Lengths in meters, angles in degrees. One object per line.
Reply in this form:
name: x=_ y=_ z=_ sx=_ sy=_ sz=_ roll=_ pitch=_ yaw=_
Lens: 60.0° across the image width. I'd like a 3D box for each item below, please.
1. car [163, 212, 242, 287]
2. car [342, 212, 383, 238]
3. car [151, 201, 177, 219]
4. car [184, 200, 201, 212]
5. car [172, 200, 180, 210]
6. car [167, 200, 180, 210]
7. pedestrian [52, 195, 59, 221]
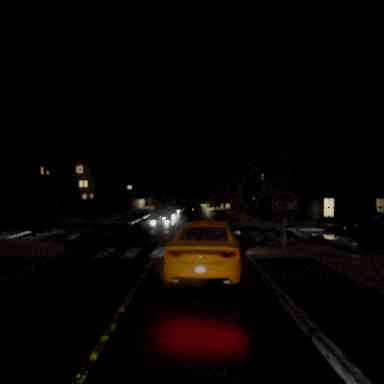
car: x=0.417 y=1.579 z=9.748 sx=1.882 sy=1.535 sz=5.008 roll=0 pitch=-1 yaw=5
car: x=11.666 y=1.979 z=20.291 sx=4.674 sy=1.442 sz=1.812 roll=1 pitch=1 yaw=0
car: x=-2.863 y=1.888 z=32.833 sx=2.033 sy=1.411 sz=5.357 roll=0 pitch=-1 yaw=0
car: x=0.090 y=1.971 z=39.351 sx=1.994 sy=1.385 sz=4.181 roll=0 pitch=-1 yaw=0
car: x=-2.854 y=1.933 z=42.818 sx=2.128 sy=1.511 sz=4.902 roll=0 pitch=-1 yaw=0
car: x=-2.848 y=2.067 z=52.899 sx=1.812 sy=1.442 sz=4.674 roll=0 pitch=-1 yaw=0
pedestrian: x=-9.687 y=1.113 z=23.557 sx=0.375 sy=1.860 sz=0.375 roll=0 pitch=0 yaw=1
